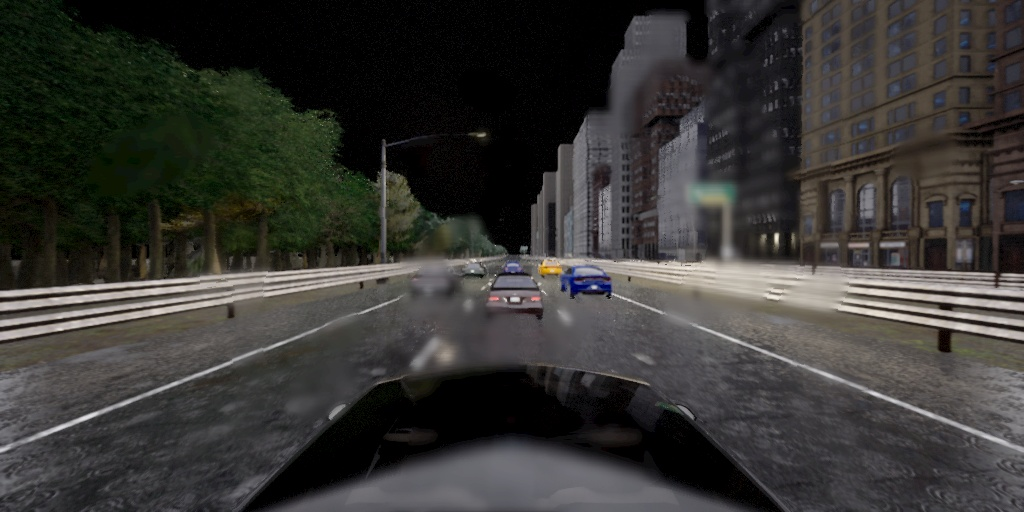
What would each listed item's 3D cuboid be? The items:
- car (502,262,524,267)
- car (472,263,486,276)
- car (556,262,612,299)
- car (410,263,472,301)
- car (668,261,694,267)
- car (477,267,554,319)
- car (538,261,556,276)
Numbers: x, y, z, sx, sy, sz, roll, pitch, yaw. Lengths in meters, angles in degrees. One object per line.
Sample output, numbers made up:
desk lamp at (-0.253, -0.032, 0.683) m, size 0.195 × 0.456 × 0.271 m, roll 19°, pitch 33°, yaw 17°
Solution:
car at (0.091, 1.249, 33.490) m, size 1.812 × 1.442 × 4.674 m, roll 0°, pitch 0°, yaw 0°
car at (-3.409, 1.288, 32.962) m, size 1.994 × 1.385 × 4.181 m, roll 0°, pitch 0°, yaw 0°
car at (3.594, 1.212, 18.137) m, size 1.882 × 1.535 × 5.008 m, roll 0°, pitch 0°, yaw 0°
car at (-3.408, 1.227, 17.097) m, size 2.128 × 1.511 × 4.902 m, roll 0°, pitch 0°, yaw 0°
car at (23.536, 1.392, 51.007) m, size 1.837 × 1.490 × 4.892 m, roll 0°, pitch 0°, yaw -16°
car at (0.092, 1.287, 12.751) m, size 2.033 × 1.411 × 5.357 m, roll 0°, pitch 0°, yaw 0°
car at (3.591, 1.201, 34.155) m, size 1.882 × 1.535 × 5.008 m, roll 0°, pitch 0°, yaw 0°
